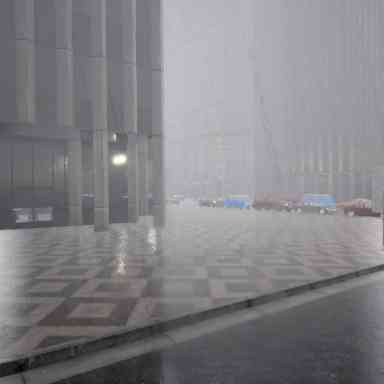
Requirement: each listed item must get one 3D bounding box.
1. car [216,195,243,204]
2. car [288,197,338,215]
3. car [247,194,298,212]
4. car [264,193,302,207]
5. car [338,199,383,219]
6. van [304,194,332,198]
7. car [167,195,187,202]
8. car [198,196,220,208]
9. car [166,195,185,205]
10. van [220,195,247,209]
[{"bbox_3d":[6.325,1.296,56.466,1.752,1.417,4.829,-1,1,-36],"label":"car"},{"bbox_3d":[12.324,1.549,33.398,2.008,1.369,4.403,-1,1,-36],"label":"car"},{"bbox_3d":[9.109,1.290,37.890,2.192,1.841,5.009,-1,1,-36],"label":"car"},{"bbox_3d":[12.845,1.130,47.334,2.192,1.841,5.009,-1,1,-36],"label":"car"},{"bbox_3d":[15.538,1.566,28.903,1.887,1.381,4.507,-1,1,-36],"label":"car"},{"bbox_3d":[16.056,1.178,42.838,1.690,1.788,3.998,-1,1,-36],"label":"van"},{"bbox_3d":[-3.209,1.258,69.815,2.008,1.369,4.403,-1,1,-36],"label":"car"},{"bbox_3d":[2.684,1.372,46.881,1.967,1.590,4.097,-1,1,-36],"label":"car"},{"bbox_3d":[-3.742,1.439,55.872,2.008,1.369,4.403,-1,1,-36],"label":"car"},{"bbox_3d":[5.896,1.294,42.386,1.690,1.788,3.998,-1,1,-36],"label":"van"}]
